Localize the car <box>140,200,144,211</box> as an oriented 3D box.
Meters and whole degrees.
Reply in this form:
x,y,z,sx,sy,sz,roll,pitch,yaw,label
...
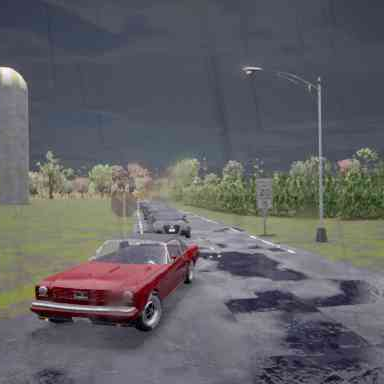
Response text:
x,y,z,sx,sy,sz,roll,pitch,yaw,label
-3.333,1.699,29.862,1.994,1.385,4.181,-1,0,-10,car

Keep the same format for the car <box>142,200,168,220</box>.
x,y,z,sx,sy,sz,roll,pitch,yaw,label
-2.235,1.599,23.438,2.128,1.511,4.902,-1,0,-10,car

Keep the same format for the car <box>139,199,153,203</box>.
x,y,z,sx,sy,sz,roll,pitch,yaw,label
-4.357,1.708,35.729,2.033,1.411,5.357,-1,0,-10,car

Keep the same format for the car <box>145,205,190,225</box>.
x,y,z,sx,sy,sz,roll,pitch,yaw,label
-1.295,1.648,17.789,1.994,1.385,4.181,-1,0,-10,car

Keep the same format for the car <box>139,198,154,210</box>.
x,y,z,sx,sy,sz,roll,pitch,yaw,label
-6.608,1.693,48.172,1.882,1.535,5.008,-1,0,-10,car

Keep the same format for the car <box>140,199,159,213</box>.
x,y,z,sx,sy,sz,roll,pitch,yaw,label
-5.497,1.680,42.084,2.128,1.511,4.902,-1,0,-10,car

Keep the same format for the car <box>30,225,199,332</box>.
x,y,z,sx,sy,sz,roll,pitch,yaw,label
-1.193,1.653,7.193,1.895,1.301,4.718,0,0,13,car
